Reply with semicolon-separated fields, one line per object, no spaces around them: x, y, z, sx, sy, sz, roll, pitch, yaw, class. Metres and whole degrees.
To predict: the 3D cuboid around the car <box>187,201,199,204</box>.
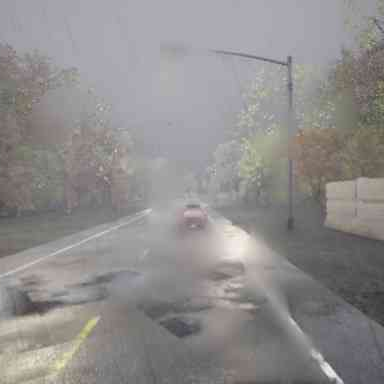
0.093;1.839;40.370;1.837;1.490;4.892;0;0;0;car

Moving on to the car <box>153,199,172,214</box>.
-3.591;1.685;40.909;2.097;1.767;4.553;0;0;0;car

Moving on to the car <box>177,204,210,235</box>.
0.096;1.703;20.106;1.812;1.442;4.674;0;0;0;car
